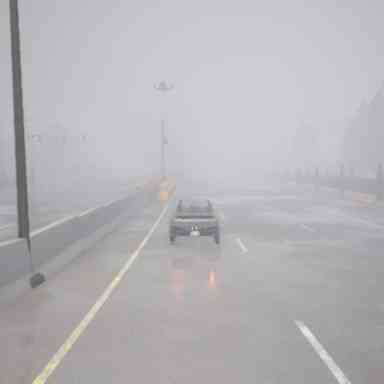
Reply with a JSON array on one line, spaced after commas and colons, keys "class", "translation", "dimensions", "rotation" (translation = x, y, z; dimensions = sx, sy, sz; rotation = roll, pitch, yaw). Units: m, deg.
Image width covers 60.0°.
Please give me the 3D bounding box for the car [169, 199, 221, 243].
[{"class": "car", "translation": [0.097, 1.009, 13.398], "dimensions": [2.128, 1.511, 4.902], "rotation": [0, 4, 0]}]
